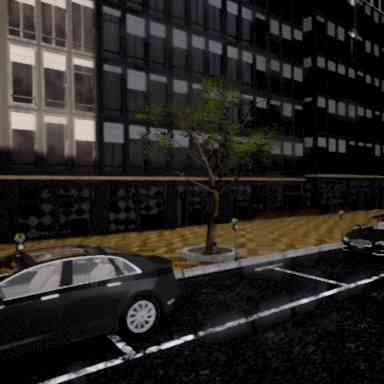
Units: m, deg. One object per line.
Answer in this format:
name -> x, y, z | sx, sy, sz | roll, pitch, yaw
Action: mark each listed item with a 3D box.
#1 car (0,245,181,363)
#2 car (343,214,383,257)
car -> -2.249, 1.544, 4.967 | 4.403, 1.369, 2.008 | -1, 0, -36
car -> 6.996, 1.455, 11.580 | 4.403, 1.369, 2.008 | -1, 0, -36
